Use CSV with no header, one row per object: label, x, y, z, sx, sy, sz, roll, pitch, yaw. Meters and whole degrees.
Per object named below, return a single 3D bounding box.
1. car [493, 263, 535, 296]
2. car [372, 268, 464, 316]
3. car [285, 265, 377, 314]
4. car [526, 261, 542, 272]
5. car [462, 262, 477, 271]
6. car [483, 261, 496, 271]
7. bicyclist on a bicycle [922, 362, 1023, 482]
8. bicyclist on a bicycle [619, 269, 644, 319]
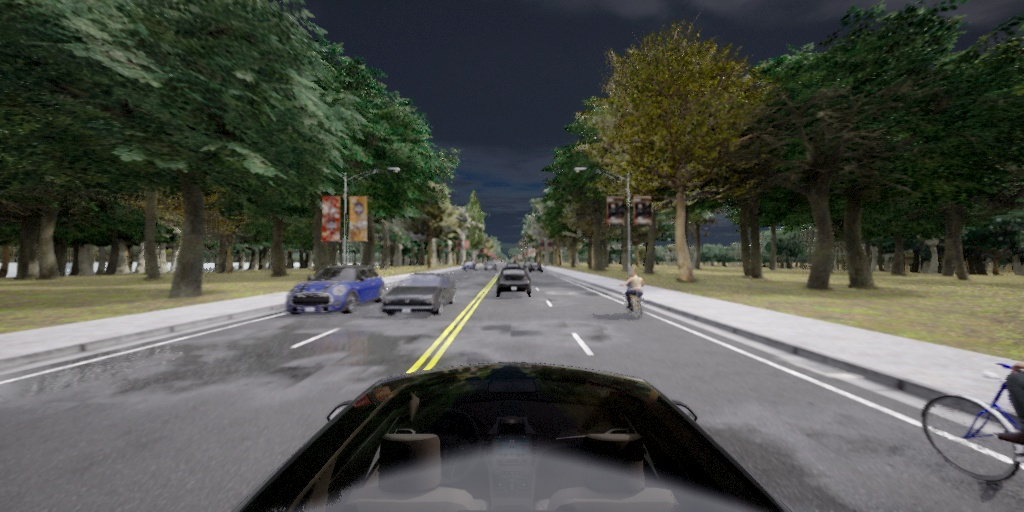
car,0.094,1.357,20.052,1.837,1.490,4.892,0,0,0
car,-3.353,1.364,14.042,2.033,1.411,5.357,0,0,0
car,-6.602,1.168,13.963,2.097,1.767,4.553,0,0,0
car,3.339,1.593,51.918,1.812,1.442,4.674,0,0,0
car,-6.572,1.620,55.512,1.812,1.442,4.674,0,0,0
car,-3.326,1.586,55.514,2.128,1.511,4.902,0,0,0
bicyclist on a bicycle,4.142,1.126,2.722,0.659,1.776,1.843,0,0,0
bicyclist on a bicycle,4.146,1.243,12.212,0.866,1.612,1.509,0,0,0
